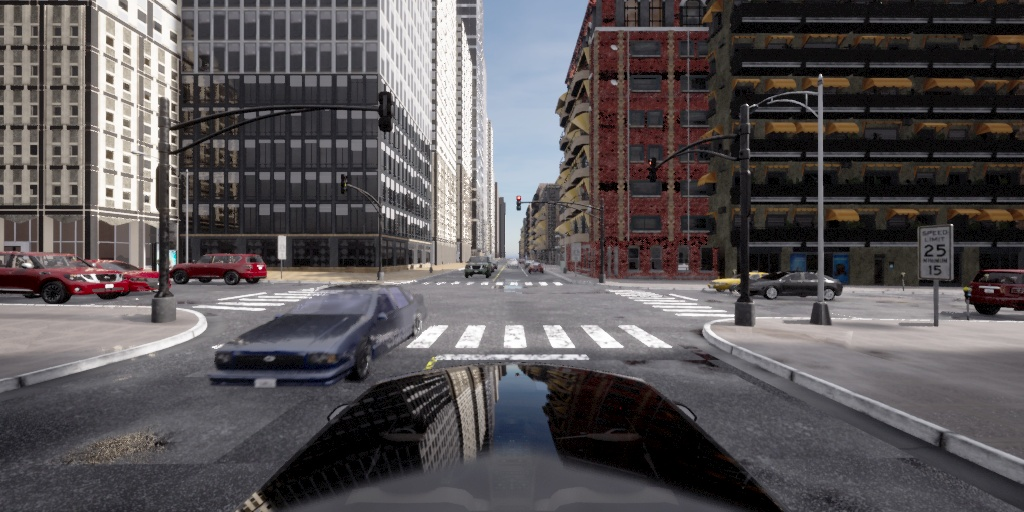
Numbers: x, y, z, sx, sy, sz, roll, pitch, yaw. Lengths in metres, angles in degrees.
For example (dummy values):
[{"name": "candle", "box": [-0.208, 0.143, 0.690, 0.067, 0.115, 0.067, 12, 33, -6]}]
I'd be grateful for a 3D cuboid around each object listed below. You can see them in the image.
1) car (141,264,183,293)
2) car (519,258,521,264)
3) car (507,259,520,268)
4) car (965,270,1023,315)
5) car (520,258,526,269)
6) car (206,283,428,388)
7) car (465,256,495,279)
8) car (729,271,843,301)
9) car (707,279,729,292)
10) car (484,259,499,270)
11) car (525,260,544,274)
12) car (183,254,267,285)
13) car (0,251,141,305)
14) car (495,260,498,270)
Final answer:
[{"name": "car", "box": [-18.151, 0.916, 15.951, 5.008, 1.535, 1.882, 1, 0, 0]}, {"name": "car", "box": [2.734, 1.321, 60.274, 2.007, 1.370, 4.403, 0, 0, 0]}, {"name": "car", "box": [0.146, 1.298, 62.789, 1.812, 1.442, 4.674, 0, 0, 0]}, {"name": "car", "box": [20.607, 1.461, 13.703, 5.009, 1.841, 2.192, 0, 0, 0]}, {"name": "car", "box": [2.729, 1.317, 54.626, 2.007, 1.370, 4.403, 0, 0, 0]}, {"name": "car", "box": [-3.211, 1.299, 7.411, 2.033, 1.411, 5.357, 0, 0, 1]}, {"name": "car", "box": [-3.077, 0.977, 33.614, 2.150, 2.045, 5.566, 0, 0, 0]}, {"name": "car", "box": [14.926, 1.561, 19.385, 4.892, 1.490, 1.837, 1, 0, 2]}, {"name": "car", "box": [14.645, 1.587, 22.003, 4.829, 1.417, 1.751, 0, 0, 0]}, {"name": "car", "box": [-3.051, 1.244, 53.961, 1.882, 1.535, 5.008, 0, 0, 0]}, {"name": "car", "box": [2.770, 1.341, 41.709, 1.802, 1.307, 4.207, 0, 0, 0]}, {"name": "car", "box": [-17.695, 0.776, 21.744, 5.009, 1.841, 2.192, 0, 0, 0]}, {"name": "car", "box": [-17.567, 0.757, 13.365, 5.009, 1.841, 2.192, 0, 0, 0]}, {"name": "car", "box": [-3.063, 1.286, 43.688, 1.812, 1.442, 4.674, 0, 0, 0]}]
